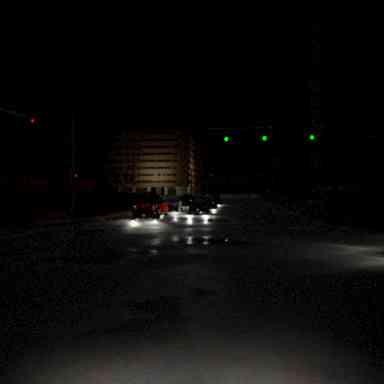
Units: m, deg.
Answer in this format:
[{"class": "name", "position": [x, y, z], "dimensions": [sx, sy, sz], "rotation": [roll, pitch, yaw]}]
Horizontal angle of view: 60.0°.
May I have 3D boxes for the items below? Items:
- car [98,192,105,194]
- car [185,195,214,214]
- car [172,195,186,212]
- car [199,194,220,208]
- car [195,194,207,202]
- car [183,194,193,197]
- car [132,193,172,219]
[{"class": "car", "position": [-19.795, 0.839, 68.535], "dimensions": [4.605, 1.855, 1.932], "rotation": [0, 0, 8]}, {"class": "car", "position": [0.823, 1.344, 32.430], "dimensions": [1.812, 1.442, 4.674], "rotation": [0, 0, 8]}, {"class": "car", "position": [-2.181, 1.323, 36.487], "dimensions": [1.812, 1.442, 4.674], "rotation": [0, 0, 8]}, {"class": "car", "position": [2.176, 1.241, 42.571], "dimensions": [1.882, 1.535, 5.008], "rotation": [0, 0, 8]}, {"class": "car", "position": [1.854, 1.165, 66.127], "dimensions": [1.812, 1.442, 4.674], "rotation": [0, 0, 8]}, {"class": "car", "position": [-0.686, 1.090, 47.677], "dimensions": [2.097, 1.767, 4.553], "rotation": [0, 0, 8]}, {"class": "car", "position": [-3.378, 1.197, 27.575], "dimensions": [2.097, 1.767, 4.553], "rotation": [0, 0, 8]}]
